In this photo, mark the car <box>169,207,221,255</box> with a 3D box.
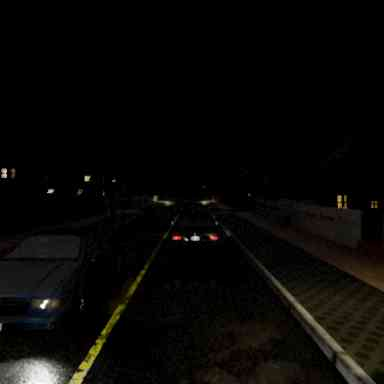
[{"bbox_3d":[0.106,1.537,13.249,2.033,1.411,5.357,0,0,0],"label":"car"}]

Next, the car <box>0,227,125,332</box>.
[{"bbox_3d":[-2.829,1.541,7.398,2.033,1.411,5.357,0,0,0],"label":"car"}]

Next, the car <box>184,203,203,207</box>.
[{"bbox_3d":[0.111,1.537,24.553,2.033,1.411,5.357,0,0,0],"label":"car"}]
